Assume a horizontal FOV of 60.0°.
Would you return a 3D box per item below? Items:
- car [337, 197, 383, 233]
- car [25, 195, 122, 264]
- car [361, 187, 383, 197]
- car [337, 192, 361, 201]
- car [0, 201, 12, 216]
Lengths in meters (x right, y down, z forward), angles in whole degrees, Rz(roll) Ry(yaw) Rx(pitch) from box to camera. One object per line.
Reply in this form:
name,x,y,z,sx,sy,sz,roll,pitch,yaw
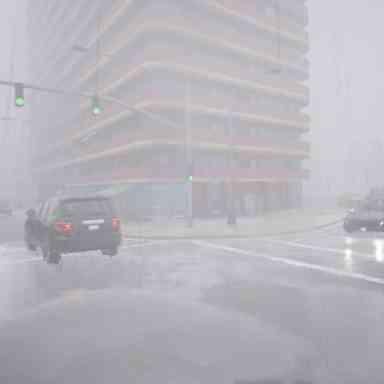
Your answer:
car,9.110,1.177,16.435,2.033,1.411,5.357,0,1,40
car,-4.414,1.155,11.878,2.150,2.045,5.566,-1,0,-35
car,14.409,0.670,25.130,2.150,2.045,5.566,-1,1,23
car,16.955,0.776,35.098,1.882,1.535,5.008,-1,1,5
car,-18.471,1.527,31.735,2.033,1.411,5.357,-1,1,-35
